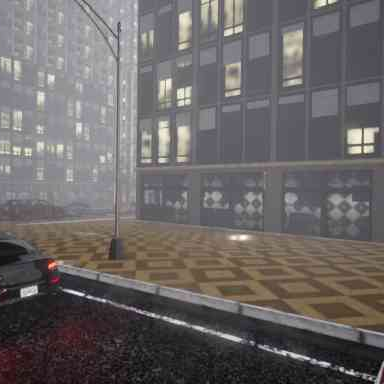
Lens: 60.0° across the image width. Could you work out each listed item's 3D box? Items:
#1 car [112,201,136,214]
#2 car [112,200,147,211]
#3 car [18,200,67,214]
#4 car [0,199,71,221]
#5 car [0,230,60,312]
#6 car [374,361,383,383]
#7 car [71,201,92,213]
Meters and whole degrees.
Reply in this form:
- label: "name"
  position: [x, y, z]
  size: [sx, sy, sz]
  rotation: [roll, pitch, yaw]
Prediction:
- label: "car"
  position: [-6.949, 1.830, 38.435]
  size: [1.752, 1.417, 4.829]
  rotation: [1, 0, 36]
- label: "car"
  position: [-8.538, 1.858, 46.015]
  size: [1.895, 1.301, 4.718]
  rotation: [1, 0, 36]
- label: "car"
  position: [-17.245, 1.643, 38.591]
  size: [1.752, 1.417, 4.829]
  rotation: [1, 0, 36]
- label: "car"
  position: [-13.740, 1.520, 29.219]
  size: [2.192, 1.841, 5.009]
  rotation: [1, 0, 36]
- label: "car"
  position: [-4.646, 1.522, 6.987]
  size: [4.674, 1.442, 1.812]
  rotation: [0, 0, 35]
- label: "car"
  position: [3.243, 1.353, 1.374]
  size: [4.553, 1.767, 2.097]
  rotation: [0, 0, 35]
- label: "car"
  position: [-13.829, 1.743, 38.839]
  size: [1.994, 1.385, 4.181]
  rotation: [1, 0, 37]
